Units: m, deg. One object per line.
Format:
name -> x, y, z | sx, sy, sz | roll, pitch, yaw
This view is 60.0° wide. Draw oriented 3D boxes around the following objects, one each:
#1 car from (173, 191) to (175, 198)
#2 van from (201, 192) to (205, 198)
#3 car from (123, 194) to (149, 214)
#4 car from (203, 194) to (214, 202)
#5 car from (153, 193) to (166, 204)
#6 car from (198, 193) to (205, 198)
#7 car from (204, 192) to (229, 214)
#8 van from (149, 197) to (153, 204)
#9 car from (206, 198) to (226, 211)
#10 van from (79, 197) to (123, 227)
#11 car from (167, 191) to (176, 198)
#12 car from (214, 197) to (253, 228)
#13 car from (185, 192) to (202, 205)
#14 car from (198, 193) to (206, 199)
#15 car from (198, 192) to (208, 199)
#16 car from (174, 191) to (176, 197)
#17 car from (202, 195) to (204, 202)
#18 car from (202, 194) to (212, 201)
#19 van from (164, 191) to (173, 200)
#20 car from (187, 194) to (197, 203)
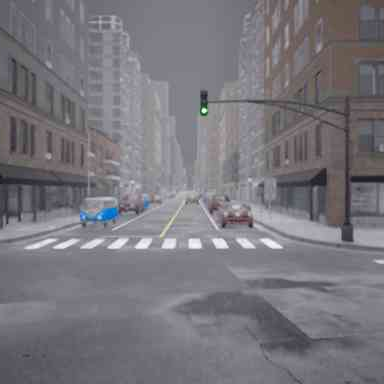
car -> -5.850, 1.081, 82.746 | 1.947, 1.339, 4.313 | 0, 0, 0
van -> 2.673, 1.082, 49.241 | 1.690, 1.788, 3.998 | 0, 0, 0
car -> -5.855, 1.154, 32.471 | 2.192, 1.841, 5.009 | 0, 0, 0
car -> 3.149, 1.146, 64.139 | 1.837, 1.490, 4.892 | 0, 0, 0
car -> -5.852, 1.249, 54.816 | 1.887, 1.381, 4.507 | 0, 0, 0
car -> 2.676, 1.002, 93.921 | 1.947, 1.339, 4.313 | 0, 0, 0
car -> 2.671, 1.155, 32.486 | 2.192, 1.841, 5.009 | 0, 0, 0
van -> -5.854, 1.150, 38.056 | 1.690, 1.788, 3.998 | 0, 0, 0
car -> 2.672, 1.375, 38.071 | 1.947, 1.339, 4.313 | 0, 0, 0
van -> -5.856, 1.238, 21.299 | 1.690, 1.788, 3.998 | 0, 0, 0
car -> -5.849, 0.751, 93.915 | 2.192, 1.841, 5.009 | 0, 0, 0
car -> 2.670, 1.337, 21.316 | 1.967, 1.590, 4.097 | 0, 0, 0
car -> 0.053, 1.073, 52.292 | 2.097, 1.767, 4.553 | 0, 0, 0
car -> 2.675, 1.027, 88.337 | 2.008, 1.369, 4.403 | 0, 0, 0
car -> 2.676, 0.830, 82.750 | 2.192, 1.841, 5.009 | 0, 0, 0
car -> -5.850, 1.041, 88.332 | 1.947, 1.339, 4.313 | 0, 0, 0
car -> 2.672, 1.326, 43.657 | 2.008, 1.369, 4.403 | 0, 0, 0
car -> 3.153, 1.121, 71.139 | 1.812, 1.442, 4.674 | 0, 0, 0
van -> -5.851, 0.895, 77.159 | 1.690, 1.788, 3.998 | 0, 0, 0
car -> 0.005, 1.180, 62.315 | 1.812, 1.442, 4.674 | 0, 0, 0
